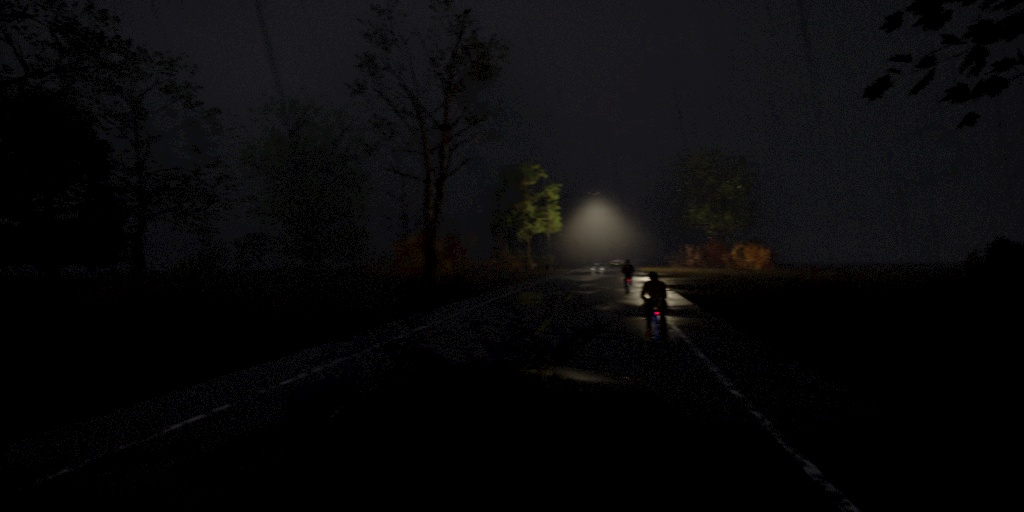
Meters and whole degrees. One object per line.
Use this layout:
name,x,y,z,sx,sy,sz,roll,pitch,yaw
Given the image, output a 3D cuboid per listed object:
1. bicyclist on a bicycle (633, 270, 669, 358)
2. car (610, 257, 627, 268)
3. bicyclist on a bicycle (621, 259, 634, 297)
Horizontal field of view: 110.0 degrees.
bicyclist on a bicycle,2.924,1.142,7.320,0.582,1.620,1.656,-2,-1,15
car,16.547,1.191,56.462,1.994,1.385,4.181,-2,-1,18
bicyclist on a bicycle,5.539,1.029,17.105,0.659,1.776,1.843,-2,0,15
